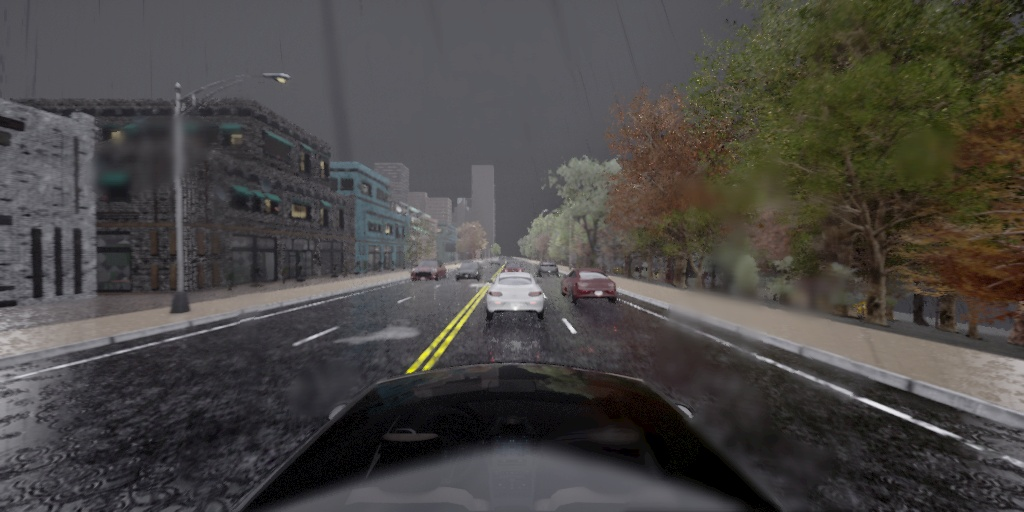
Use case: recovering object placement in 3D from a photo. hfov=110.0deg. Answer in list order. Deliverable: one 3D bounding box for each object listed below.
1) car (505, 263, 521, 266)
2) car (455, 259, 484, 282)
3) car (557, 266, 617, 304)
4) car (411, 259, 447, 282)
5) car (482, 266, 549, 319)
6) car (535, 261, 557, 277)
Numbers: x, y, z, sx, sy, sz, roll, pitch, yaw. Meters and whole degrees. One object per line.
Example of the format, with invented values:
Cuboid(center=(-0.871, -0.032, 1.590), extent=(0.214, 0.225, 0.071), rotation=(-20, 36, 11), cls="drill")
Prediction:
Cuboid(center=(0.097, 1.320, 33.398), extent=(1.895, 1.301, 4.718), rotation=(0, 0, 0), cls="car")
Cuboid(center=(-3.348, 1.229, 28.817), extent=(1.837, 1.490, 4.892), rotation=(0, 0, 0), cls="car")
Cuboid(center=(3.335, 1.262, 16.105), extent=(1.812, 1.442, 4.674), rotation=(0, 0, 0), cls="car")
Cuboid(center=(-6.598, 1.076, 28.812), extent=(2.097, 1.767, 4.553), rotation=(0, 0, 0), cls="car")
Cuboid(center=(0.099, 1.265, 12.701), extent=(1.812, 1.442, 4.674), rotation=(0, 0, 0), cls="car")
Cuboid(center=(3.348, 1.210, 34.423), extent=(2.128, 1.511, 4.902), rotation=(0, 0, 0), cls="car")
